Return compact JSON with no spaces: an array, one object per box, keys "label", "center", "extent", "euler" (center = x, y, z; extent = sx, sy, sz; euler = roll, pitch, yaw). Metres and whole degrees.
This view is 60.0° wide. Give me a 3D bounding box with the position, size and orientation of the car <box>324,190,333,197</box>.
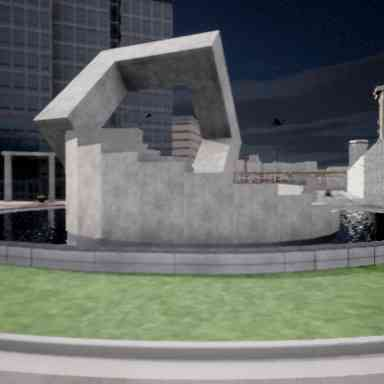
[{"label":"car","center":[32.821,0.535,80.024],"extent":[1.895,1.301,4.718],"euler":[0,1,23]}]
